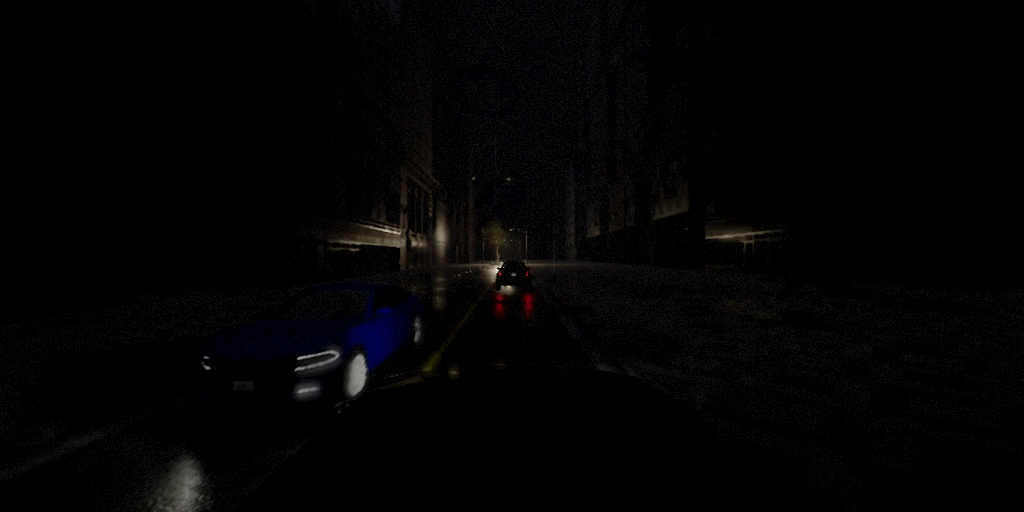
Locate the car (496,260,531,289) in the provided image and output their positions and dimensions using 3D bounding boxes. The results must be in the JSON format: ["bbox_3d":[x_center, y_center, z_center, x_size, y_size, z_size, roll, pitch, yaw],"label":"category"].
[{"bbox_3d":[0.100,1.101,22.895,2.097,1.767,4.553,0,0,0],"label":"car"}]

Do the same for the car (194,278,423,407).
[{"bbox_3d":[-3.059,1.228,6.606,1.882,1.535,5.008,0,0,0],"label":"car"}]
